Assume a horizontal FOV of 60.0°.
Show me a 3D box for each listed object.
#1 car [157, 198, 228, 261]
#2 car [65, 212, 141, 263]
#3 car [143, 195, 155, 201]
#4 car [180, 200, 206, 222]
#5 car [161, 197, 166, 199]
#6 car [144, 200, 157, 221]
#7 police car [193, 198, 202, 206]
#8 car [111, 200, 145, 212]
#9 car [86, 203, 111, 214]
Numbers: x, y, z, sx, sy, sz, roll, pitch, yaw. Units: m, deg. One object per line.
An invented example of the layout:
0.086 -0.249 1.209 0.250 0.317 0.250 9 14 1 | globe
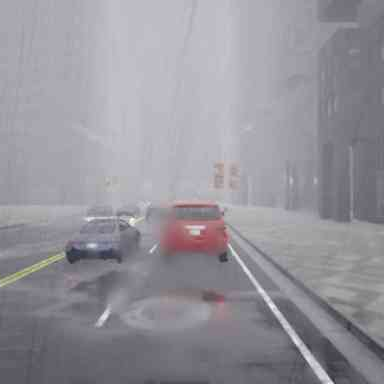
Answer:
0.108 1.348 12.874 2.150 2.045 5.566 0 0 0 | car
-3.153 1.686 12.544 1.994 1.385 4.181 0 0 0 | car
-9.724 1.671 76.202 2.150 2.045 5.566 0 -1 0 | car
0.105 1.634 29.539 2.097 1.767 4.553 0 -1 0 | car
-6.474 1.971 76.227 1.812 1.442 4.674 0 -1 0 | car
-3.142 1.802 30.924 1.837 1.490 4.892 0 0 0 | car
1.161 2.121 71.972 1.930 1.638 5.238 0 -1 0 | police car
-6.586 1.879 34.774 2.033 1.411 5.357 0 -1 0 | car
-9.831 1.904 35.647 1.994 1.385 4.181 0 -1 0 | car
